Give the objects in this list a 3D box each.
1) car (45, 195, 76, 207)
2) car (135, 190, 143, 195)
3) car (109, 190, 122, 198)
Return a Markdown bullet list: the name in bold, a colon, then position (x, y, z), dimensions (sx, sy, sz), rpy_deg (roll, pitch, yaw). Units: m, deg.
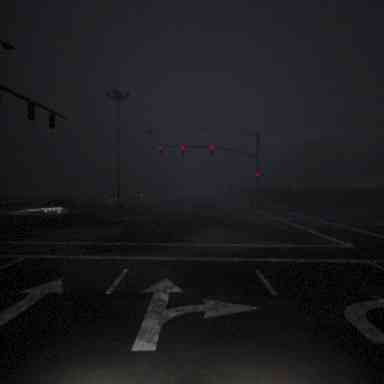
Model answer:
- **car**: position (-15.078, 0.998, 38.255), dimensions (1.895, 1.301, 4.718), rpy_deg (0, 1, 0)
- **car**: position (-14.995, 0.067, 94.087), dimensions (1.895, 1.301, 4.718), rpy_deg (0, 1, 0)
- **car**: position (-15.118, 0.428, 66.051), dimensions (1.837, 1.490, 4.892), rpy_deg (0, 2, 0)
